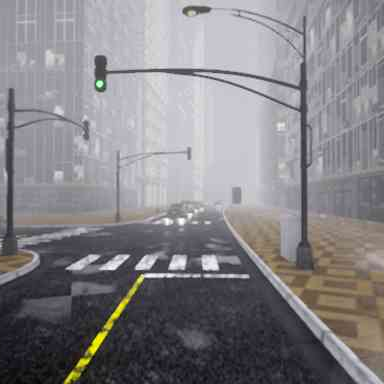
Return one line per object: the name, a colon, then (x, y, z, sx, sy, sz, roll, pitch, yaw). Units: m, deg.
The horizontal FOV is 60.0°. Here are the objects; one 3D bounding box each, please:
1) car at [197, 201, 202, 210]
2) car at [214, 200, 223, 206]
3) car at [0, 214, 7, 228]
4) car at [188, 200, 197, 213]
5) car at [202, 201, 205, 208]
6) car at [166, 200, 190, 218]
car: (0.171, 2.190, 55.155, 1.812, 1.442, 4.674, 0, -1, 7)
car: (6.046, 2.420, 75.798, 2.033, 1.411, 5.357, 0, -1, 9)
car: (-16.620, 2.187, 25.740, 4.403, 1.369, 2.008, -1, 0, 9)
car: (-0.849, 1.907, 45.399, 2.097, 1.767, 4.553, 0, -1, 6)
car: (1.431, 2.371, 65.014, 1.895, 1.301, 4.718, 0, -1, 8)
car: (-1.626, 1.954, 36.292, 1.837, 1.490, 4.892, 0, -1, 4)
